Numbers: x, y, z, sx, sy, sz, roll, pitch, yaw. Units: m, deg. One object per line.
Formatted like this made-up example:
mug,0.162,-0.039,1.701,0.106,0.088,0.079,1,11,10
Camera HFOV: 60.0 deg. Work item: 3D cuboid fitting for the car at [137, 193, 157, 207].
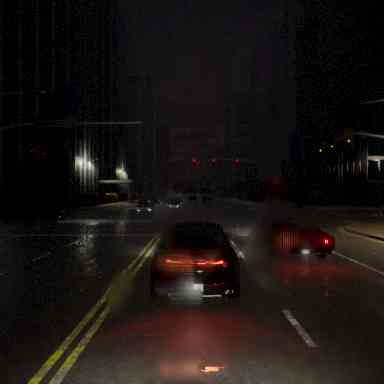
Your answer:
car,-6.939,1.352,49.977,2.097,1.767,4.553,0,0,0

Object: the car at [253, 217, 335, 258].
car,3.619,1.601,12.758,1.895,1.301,4.718,0,0,0

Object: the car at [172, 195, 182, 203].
car,-3.277,1.478,73.361,1.882,1.535,5.008,0,0,0

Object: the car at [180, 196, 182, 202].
car,-3.361,1.601,63.240,1.895,1.301,4.718,0,0,1

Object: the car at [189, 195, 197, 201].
car,0.243,1.487,80.031,1.837,1.490,4.892,0,0,0

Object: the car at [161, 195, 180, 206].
car,-3.417,1.564,53.951,1.994,1.385,4.181,0,0,0

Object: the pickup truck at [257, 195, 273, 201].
pickup truck,16.851,1.059,75.811,2.390,2.098,6.274,0,0,31

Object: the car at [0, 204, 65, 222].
car,-12.398,1.601,25.589,4.718,1.301,1.895,0,0,1

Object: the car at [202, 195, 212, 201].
car,3.744,1.478,80.347,1.882,1.535,5.008,0,0,0

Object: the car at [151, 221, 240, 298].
car,0.084,1.505,8.502,1.837,1.490,4.892,0,0,1

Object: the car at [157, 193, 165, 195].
car,-6.786,1.225,70.537,2.150,2.045,5.566,0,0,0

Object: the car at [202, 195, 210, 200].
car,3.776,1.552,90.510,1.994,1.385,4.181,0,0,0

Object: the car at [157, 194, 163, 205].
car,-6.889,1.505,60.130,1.837,1.490,4.892,0,0,1
